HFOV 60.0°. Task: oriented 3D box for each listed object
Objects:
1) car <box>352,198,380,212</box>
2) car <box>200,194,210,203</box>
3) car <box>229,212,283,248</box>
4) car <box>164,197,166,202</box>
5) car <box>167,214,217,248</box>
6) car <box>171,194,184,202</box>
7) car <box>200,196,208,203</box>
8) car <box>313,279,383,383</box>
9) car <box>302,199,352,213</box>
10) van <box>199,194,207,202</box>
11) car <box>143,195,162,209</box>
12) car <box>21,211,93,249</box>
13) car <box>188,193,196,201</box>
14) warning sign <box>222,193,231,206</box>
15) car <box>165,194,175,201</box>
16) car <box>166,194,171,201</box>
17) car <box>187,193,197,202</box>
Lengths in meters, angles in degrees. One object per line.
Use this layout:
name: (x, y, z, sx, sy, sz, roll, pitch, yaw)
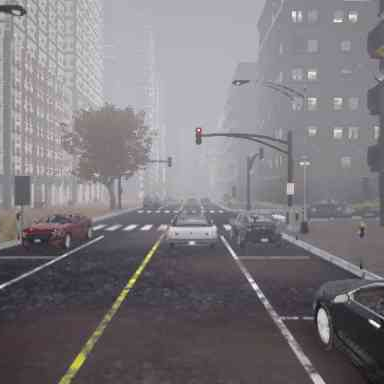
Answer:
car: (18.822, 1.256, 33.959, 4.829, 1.417, 1.752, -1, 1, -1)
car: (2.689, 1.624, 68.978, 1.947, 1.339, 4.313, 0, 0, 0)
car: (2.689, 1.554, 14.498, 2.008, 1.369, 4.403, 0, 0, 0)
car: (-5.692, 1.602, 52.410, 1.947, 1.339, 4.313, 0, 0, 0)
car: (0.000, 1.620, 14.680, 1.895, 1.301, 4.718, 0, 0, 0)
car: (-3.001, 1.421, 76.888, 2.097, 1.767, 4.553, 0, 0, 0)
car: (2.689, 1.593, 74.671, 1.752, 1.417, 4.829, 0, 0, 0)
car: (2.689, 1.551, 3.432, 2.008, 1.369, 4.403, 0, 0, 0)
car: (13.425, 1.356, 33.904, 4.403, 1.369, 2.008, -1, 1, -1)
van: (2.688, 1.418, 80.024, 1.690, 1.788, 3.998, 0, 0, 0)
car: (-5.692, 1.345, 46.887, 2.192, 1.841, 5.009, 0, 0, 0)
car: (-5.691, 1.547, 14.498, 1.887, 1.381, 4.507, 0, 0, 0)
car: (0.000, 1.165, 86.661, 2.150, 2.045, 5.566, 0, 0, 0)
warning sign: (5.069, 1.148, 49.012, 1.300, 1.860, 1.060, 0, 0, 0)
car: (-5.693, 1.403, 85.546, 2.192, 1.841, 5.009, 0, 0, 0)
car: (-5.692, 1.643, 80.024, 1.947, 1.339, 4.313, 0, 0, 0)
car: (-0.001, 1.489, 72.462, 2.033, 1.411, 5.357, 0, 0, 0)
